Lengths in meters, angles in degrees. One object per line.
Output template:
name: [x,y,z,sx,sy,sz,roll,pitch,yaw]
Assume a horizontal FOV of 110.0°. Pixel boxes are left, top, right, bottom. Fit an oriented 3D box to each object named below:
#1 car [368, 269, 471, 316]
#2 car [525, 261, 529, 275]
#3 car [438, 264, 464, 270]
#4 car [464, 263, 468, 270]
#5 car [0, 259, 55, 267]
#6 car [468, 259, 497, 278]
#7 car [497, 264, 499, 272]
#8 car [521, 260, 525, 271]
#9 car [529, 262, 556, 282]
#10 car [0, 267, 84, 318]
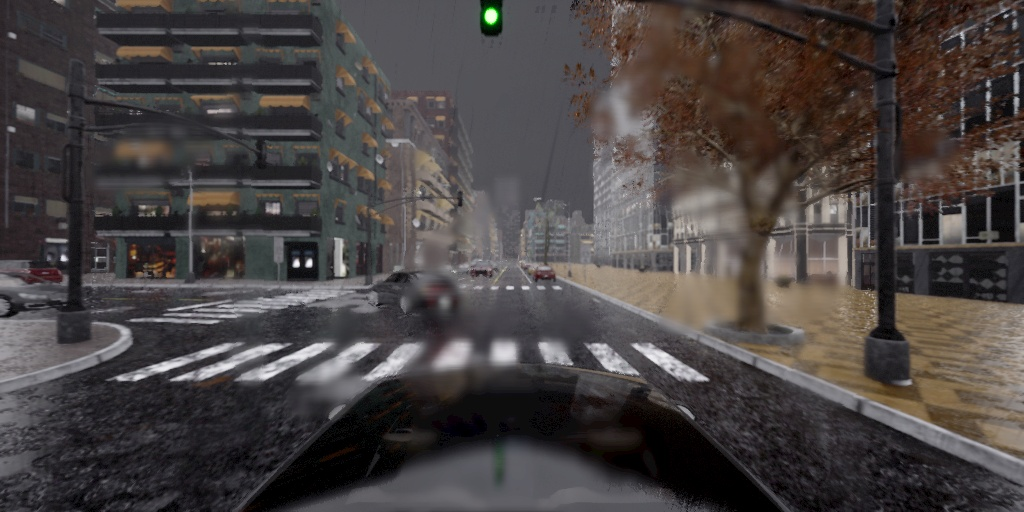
car: [-3.897,1.327,13.929,1.837,1.490,4.892,3,-2,-42]
car: [2.750,1.525,42.018,1.751,1.417,4.829,0,0,0]
car: [-5.647,1.477,30.796,2.007,1.370,4.403,0,0,0]
car: [-5.630,1.550,41.862,2.007,1.370,4.403,0,0,0]
car: [-27.596,0.937,19.684,4.097,1.591,1.967,0,0,0]
car: [-3.043,1.322,37.478,2.097,1.767,4.553,0,0,0]
car: [-2.997,1.588,53.843,1.837,1.490,4.892,0,-1,0]
car: [2.775,1.696,58.445,1.802,1.307,4.207,0,0,0]
car: [2.733,1.471,30.783,1.888,1.381,4.507,0,0,0]
car: [-16.423,1.147,11.398,4.403,1.370,2.007,0,0,0]
